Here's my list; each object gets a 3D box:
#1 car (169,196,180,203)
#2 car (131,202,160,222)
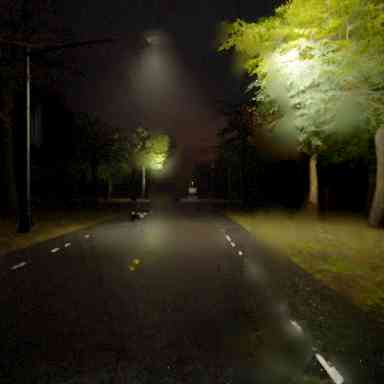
[{"bbox_3d":[-3.478,1.509,67.457,2.033,1.411,5.357,0,0,0],"label":"car"},{"bbox_3d":[-3.589,1.492,26.254,1.812,1.442,4.674,0,0,0],"label":"car"}]
